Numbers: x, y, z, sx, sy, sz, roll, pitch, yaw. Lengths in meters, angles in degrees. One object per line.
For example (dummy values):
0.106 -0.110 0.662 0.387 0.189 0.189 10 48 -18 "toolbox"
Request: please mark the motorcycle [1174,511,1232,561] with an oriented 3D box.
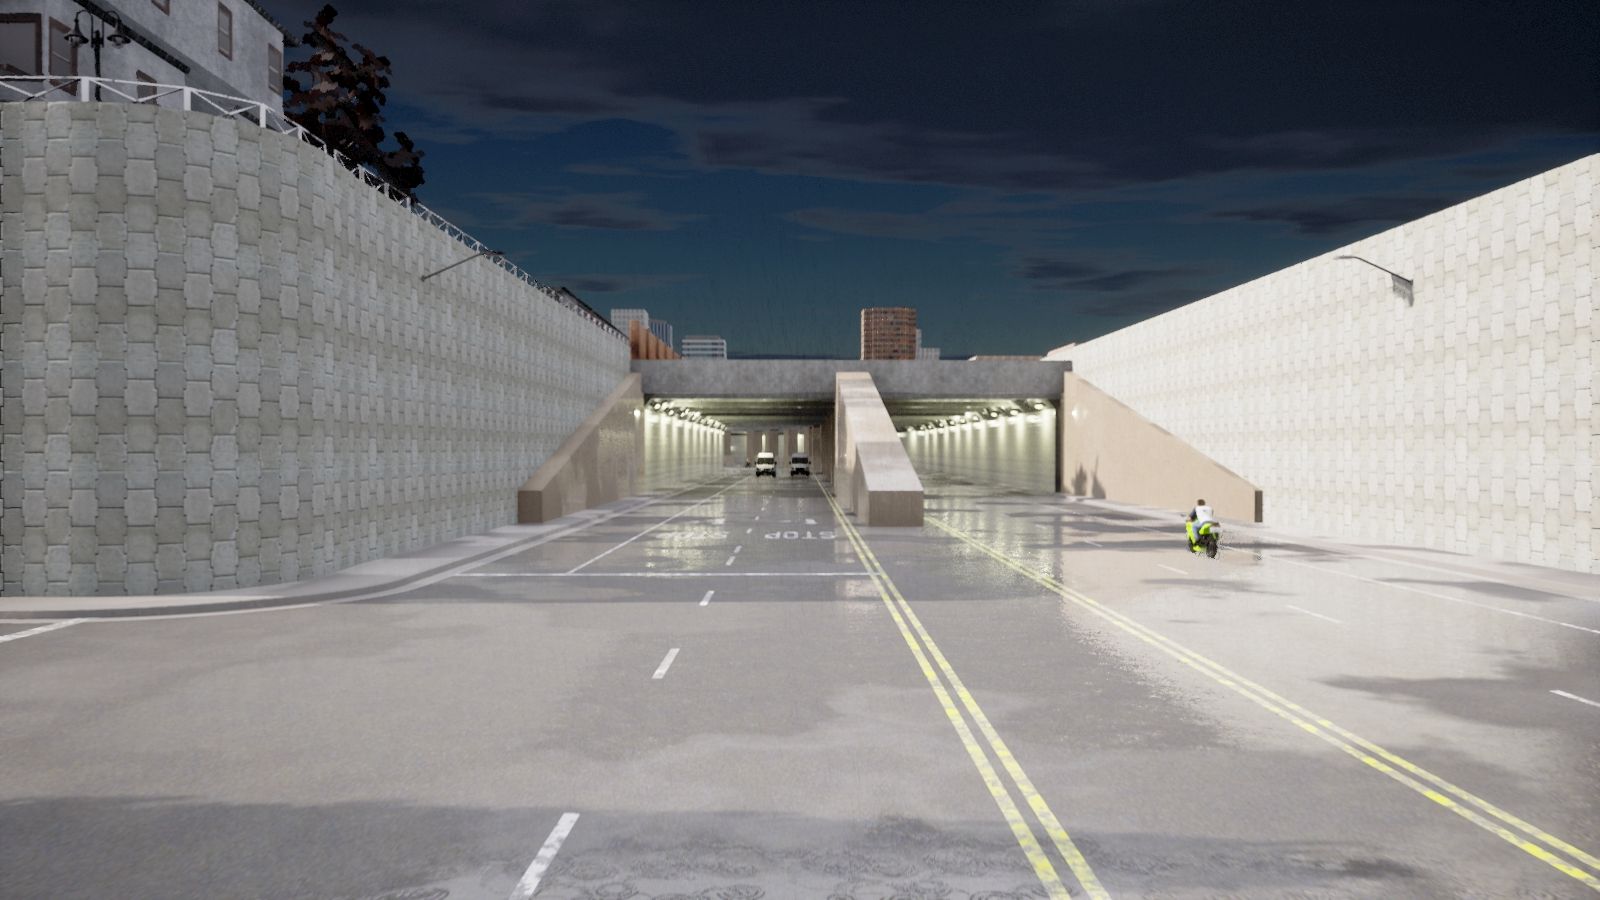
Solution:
10.479 2.216 29.805 0.803 1.145 2.033 0 0 0 "motorcycle"
